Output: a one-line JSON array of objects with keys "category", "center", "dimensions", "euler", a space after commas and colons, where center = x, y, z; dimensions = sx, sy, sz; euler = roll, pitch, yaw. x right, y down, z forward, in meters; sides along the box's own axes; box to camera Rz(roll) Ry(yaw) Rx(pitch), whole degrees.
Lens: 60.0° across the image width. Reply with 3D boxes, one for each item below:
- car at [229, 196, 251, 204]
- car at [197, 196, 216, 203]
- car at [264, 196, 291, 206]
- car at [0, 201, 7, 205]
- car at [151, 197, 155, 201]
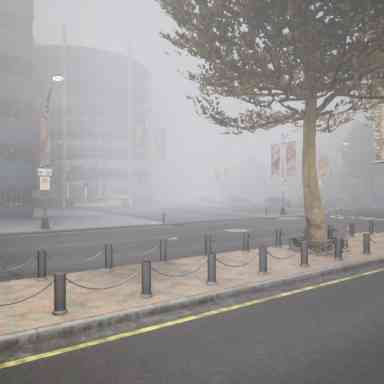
[{"category": "car", "center": [9.237, 1.478, 64.071], "dimensions": [1.882, 1.535, 5.008], "euler": [0, 0, -33]}, {"category": "car", "center": [3.122, 1.525, 72.185], "dimensions": [2.128, 1.511, 4.902], "euler": [0, 0, -44]}, {"category": "car", "center": [14.448, 1.478, 56.264], "dimensions": [1.882, 1.535, 5.008], "euler": [0, 0, -34]}, {"category": "car", "center": [-20.489, 1.320, 32.171], "dimensions": [4.674, 1.452, 2.002], "euler": [0, 0, -34]}, {"category": "car", "center": [-12.000, 1.595, 85.264], "dimensions": [4.718, 1.301, 1.895], "euler": [0, 0, 13]}]
